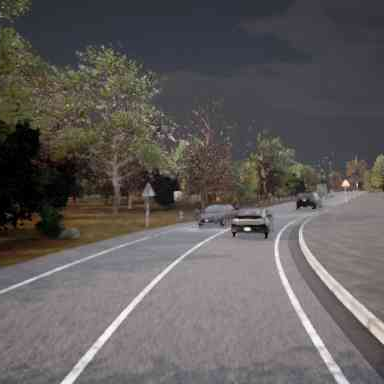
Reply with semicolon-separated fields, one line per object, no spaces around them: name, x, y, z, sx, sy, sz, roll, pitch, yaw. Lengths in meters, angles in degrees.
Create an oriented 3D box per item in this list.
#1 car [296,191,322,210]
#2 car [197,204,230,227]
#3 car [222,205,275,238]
car;13.755;0.931;39.043;2.150;2.045;5.566;-3;0;31
car;1.897;1.632;23.927;1.837;1.490;4.892;-2;-1;23
car;3.337;1.522;17.860;2.128;1.511;4.902;-1;0;18
